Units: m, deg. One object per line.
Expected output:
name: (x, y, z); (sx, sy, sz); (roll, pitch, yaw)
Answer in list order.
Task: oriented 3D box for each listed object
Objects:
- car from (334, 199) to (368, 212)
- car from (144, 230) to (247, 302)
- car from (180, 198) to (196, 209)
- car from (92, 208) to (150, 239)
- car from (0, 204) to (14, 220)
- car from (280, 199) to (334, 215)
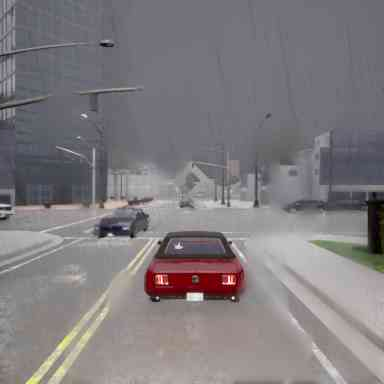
car: (17.746, 1.512, 37.595); (5.357, 1.411, 2.033); (0, 0, -1)
car: (0.072, 1.601, 8.208); (1.895, 1.301, 4.718); (0, 0, 0)
car: (-0.589, 1.546, 46.286); (2.033, 1.411, 5.357); (0, 0, 5)
car: (-3.526, 1.558, 17.654); (2.033, 1.411, 5.357); (0, 0, 4)
car: (-17.335, 1.339, 26.611); (5.566, 2.045, 2.150); (-1, 0, 0)
car: (11.488, 1.500, 34.040); (4.892, 1.490, 1.837); (0, 0, 0)
